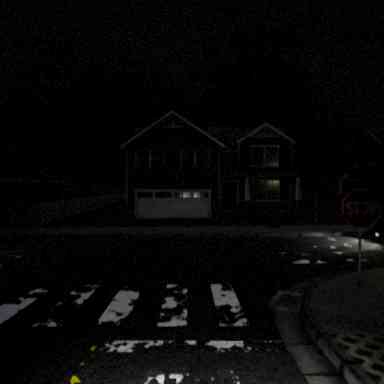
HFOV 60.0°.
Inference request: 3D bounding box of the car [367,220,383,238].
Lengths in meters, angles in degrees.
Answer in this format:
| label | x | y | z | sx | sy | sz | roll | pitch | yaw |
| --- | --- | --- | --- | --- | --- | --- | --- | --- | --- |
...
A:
| label | x | y | z | sx | sy | sz | roll | pitch | yaw |
| --- | --- | --- | --- | --- | --- | --- | --- | --- | --- |
| car | 10.504 | 1.390 | 14.113 | 5.357 | 1.411 | 2.033 | -1 | 1 | 0 |
